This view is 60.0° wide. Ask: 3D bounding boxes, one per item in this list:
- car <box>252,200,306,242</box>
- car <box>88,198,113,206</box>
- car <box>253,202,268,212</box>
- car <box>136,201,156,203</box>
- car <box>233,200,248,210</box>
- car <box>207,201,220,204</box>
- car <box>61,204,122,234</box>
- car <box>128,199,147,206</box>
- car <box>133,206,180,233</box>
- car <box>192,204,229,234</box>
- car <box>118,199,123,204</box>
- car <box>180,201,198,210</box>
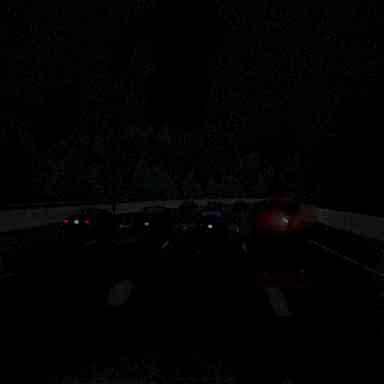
[{"bbox_3d":[4.479,1.418,17.741,2.150,2.045,5.566,0,0,6],"label":"car"},{"bbox_3d":[-17.905,1.969,65.339,2.033,1.411,5.357,0,-1,18],"label":"car"},{"bbox_3d":[10.129,2.118,48.885,1.895,1.301,4.718,0,-1,15],"label":"car"},{"bbox_3d":[-8.004,2.078,61.809,1.895,1.301,4.718,0,-1,18],"label":"car"},{"bbox_3d":[7.817,2.027,53.121,2.128,1.511,4.902,0,0,16],"label":"car"},{"bbox_3d":[3.249,2.032,49.724,1.994,1.385,4.181,0,0,16],"label":"car"},{"bbox_3d":[-5.906,1.679,20.287,2.033,1.411,5.357,0,0,6],"label":"car"},{"bbox_3d":[-10.620,2.042,65.077,1.994,1.385,4.181,0,-1,18],"label":"car"},{"bbox_3d":[-2.260,1.645,20.991,1.882,1.535,5.008,0,0,6],"label":"car"},{"bbox_3d":[1.290,1.720,20.636,1.812,1.442,4.674,0,0,7],"label":"car"},{"bbox_3d":[-13.931,2.059,66.214,1.895,1.301,4.718,0,-1,18],"label":"car"},{"bbox_3d":[-0.456,1.998,49.402,1.994,1.385,4.181,0,0,15],"label":"car"}]
